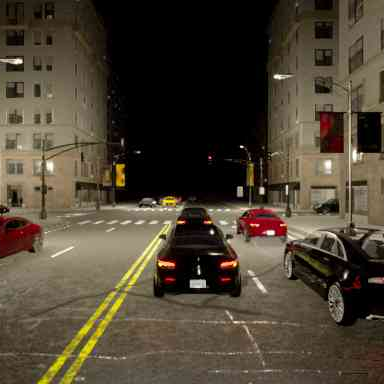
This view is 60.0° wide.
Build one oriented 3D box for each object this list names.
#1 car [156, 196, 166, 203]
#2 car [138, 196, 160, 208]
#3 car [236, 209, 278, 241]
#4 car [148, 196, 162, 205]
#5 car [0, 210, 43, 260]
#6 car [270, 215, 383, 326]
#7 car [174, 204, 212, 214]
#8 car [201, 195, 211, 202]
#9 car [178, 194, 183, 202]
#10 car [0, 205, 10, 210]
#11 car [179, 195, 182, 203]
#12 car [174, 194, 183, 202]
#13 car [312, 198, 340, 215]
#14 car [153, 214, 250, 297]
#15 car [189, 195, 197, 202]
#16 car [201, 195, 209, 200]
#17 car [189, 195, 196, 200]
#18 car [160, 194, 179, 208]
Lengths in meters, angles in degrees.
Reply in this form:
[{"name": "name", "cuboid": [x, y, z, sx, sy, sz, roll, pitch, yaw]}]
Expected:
[{"name": "car", "cuboid": [-6.392, 1.544, 69.017, 1.812, 1.442, 4.674, 0, 0, 0]}, {"name": "car", "cuboid": [-6.492, 1.563, 49.125, 2.033, 1.411, 5.357, 0, 0, 4]}, {"name": "car", "cuboid": [3.273, 1.528, 16.122, 1.812, 1.442, 4.674, 0, 0, 0]}, {"name": "car", "cuboid": [-6.487, 1.522, 58.864, 1.837, 1.490, 4.892, 0, 0, 0]}, {"name": "car", "cuboid": [-6.564, 1.527, 10.924, 1.812, 1.442, 4.674, 0, 0, 0]}, {"name": "car", "cuboid": [3.348, 1.492, 7.027, 2.128, 1.511, 4.902, 0, 0, 1]}, {"name": "car", "cuboid": [0.125, 1.529, 17.334, 1.812, 1.442, 4.674, 0, 0, 0]}, {"name": "car", "cuboid": [3.373, 1.553, 78.062, 2.033, 1.411, 5.357, 0, 0, 0]}, {"name": "car", "cuboid": [-3.154, 1.370, 68.204, 2.097, 1.767, 4.553, 0, 0, 0]}, {"name": "car", "cuboid": [-19.708, 1.547, 31.626, 4.181, 1.385, 1.994, 0, 0, 1]}, {"name": "car", "cuboid": [-3.237, 1.618, 58.752, 1.895, 1.301, 4.718, 0, 0, 0]}, {"name": "car", "cuboid": [-3.127, 1.350, 78.165, 2.097, 1.767, 4.553, 0, 0, 0]}, {"name": "car", "cuboid": [14.814, 1.409, 34.384, 4.553, 1.767, 2.097, 0, 0, 1]}, {"name": "car", "cuboid": [0.109, 1.527, 8.425, 1.812, 1.442, 4.674, 0, 0, 0]}, {"name": "car", "cuboid": [0.124, 1.609, 78.514, 1.895, 1.301, 4.718, 0, 0, 0]}, {"name": "car", "cuboid": [3.389, 1.438, 88.482, 1.994, 1.385, 4.181, 0, 0, 0]}, {"name": "car", "cuboid": [0.139, 1.438, 88.487, 1.994, 1.385, 4.181, 0, 0, 0]}, {"name": "car", "cuboid": [-3.277, 1.493, 49.414, 1.882, 1.535, 5.008, 0, 0, -1]}]
